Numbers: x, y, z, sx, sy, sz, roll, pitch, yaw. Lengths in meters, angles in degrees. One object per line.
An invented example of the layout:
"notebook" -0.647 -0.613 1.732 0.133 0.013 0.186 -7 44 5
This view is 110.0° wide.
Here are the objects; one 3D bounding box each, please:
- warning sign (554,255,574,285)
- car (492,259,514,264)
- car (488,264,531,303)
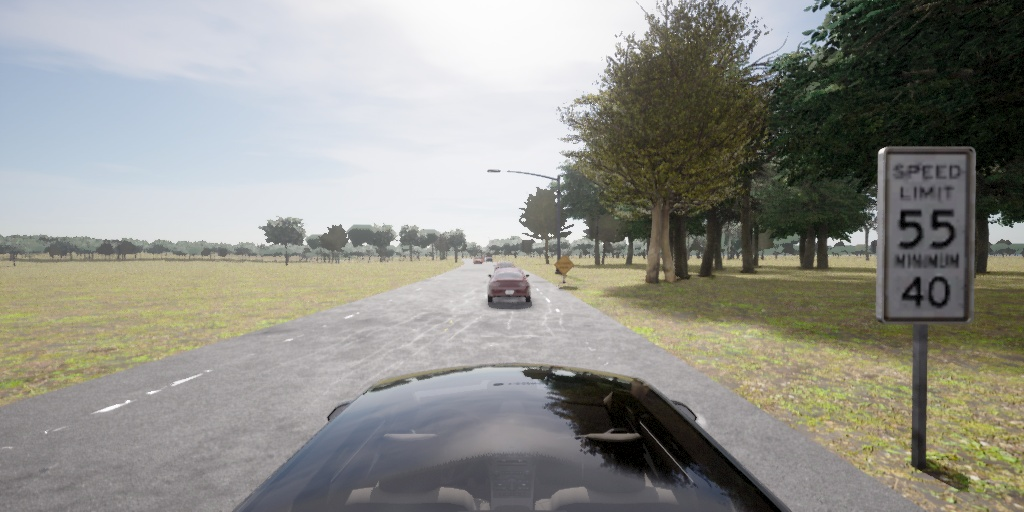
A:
"warning sign" 3.261 0.842 22.518 1.300 1.860 1.060 0 0 -2
"car" -0.597 1.202 31.574 1.882 1.535 5.008 0 0 -2
"car" -0.149 1.269 16.545 1.812 1.442 4.674 0 0 -1
